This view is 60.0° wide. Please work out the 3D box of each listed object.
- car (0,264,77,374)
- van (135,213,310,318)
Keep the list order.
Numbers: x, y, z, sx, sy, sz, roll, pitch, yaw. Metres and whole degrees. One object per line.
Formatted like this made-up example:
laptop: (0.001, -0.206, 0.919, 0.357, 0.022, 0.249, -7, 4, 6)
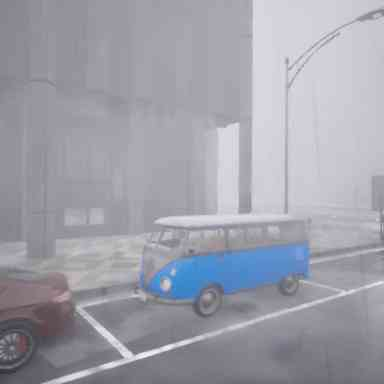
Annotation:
car: (-3.614, 1.576, 4.073, 4.206, 1.307, 1.802, 1, 0, -35)
van: (0.820, 1.386, 7.231, 3.998, 1.788, 1.690, 1, 0, -35)
